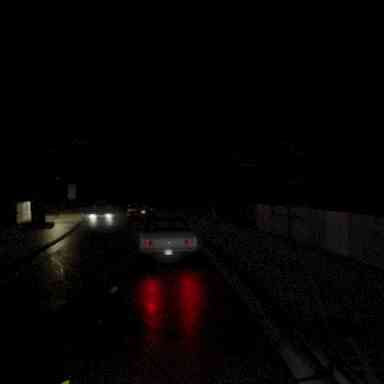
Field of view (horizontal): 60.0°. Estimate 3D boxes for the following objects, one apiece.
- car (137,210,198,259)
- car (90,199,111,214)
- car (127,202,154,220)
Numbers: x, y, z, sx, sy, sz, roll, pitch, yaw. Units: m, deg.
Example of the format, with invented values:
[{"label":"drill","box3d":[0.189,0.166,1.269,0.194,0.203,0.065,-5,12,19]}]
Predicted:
[{"label":"car","box3d":[-1.015,1.599,12.578,1.895,1.301,4.718,0,0,-7]},{"label":"car","box3d":[-9.773,1.448,35.238,1.882,1.535,5.008,0,0,-20]},{"label":"car","box3d":[-4.395,1.554,28.247,1.994,1.385,4.181,0,0,-16]}]
